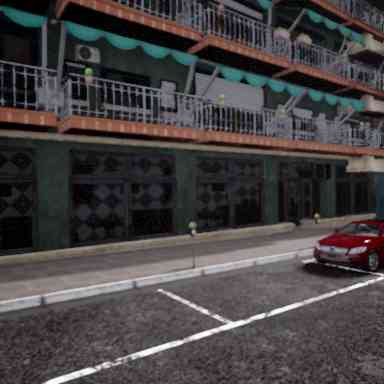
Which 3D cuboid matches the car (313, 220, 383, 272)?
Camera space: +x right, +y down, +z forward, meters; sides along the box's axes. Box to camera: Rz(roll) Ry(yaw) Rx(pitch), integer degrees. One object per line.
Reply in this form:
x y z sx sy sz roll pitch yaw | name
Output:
5.652 1.559 10.605 4.206 1.307 1.802 0 -1 -35 | car
